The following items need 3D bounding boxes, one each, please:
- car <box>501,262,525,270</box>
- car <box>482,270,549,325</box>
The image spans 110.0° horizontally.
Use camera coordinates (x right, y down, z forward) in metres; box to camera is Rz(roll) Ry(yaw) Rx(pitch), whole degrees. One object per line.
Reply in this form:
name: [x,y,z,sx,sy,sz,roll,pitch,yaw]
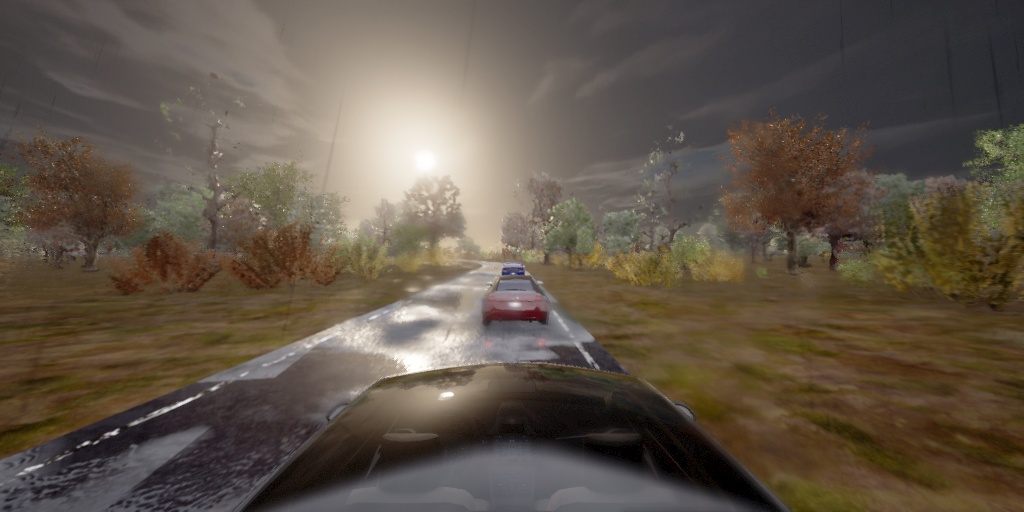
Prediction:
car: [0.099,1.224,30.512,1.882,1.535,5.008,0,0,0]
car: [0.098,1.315,11.854,1.994,1.385,4.181,0,0,0]
